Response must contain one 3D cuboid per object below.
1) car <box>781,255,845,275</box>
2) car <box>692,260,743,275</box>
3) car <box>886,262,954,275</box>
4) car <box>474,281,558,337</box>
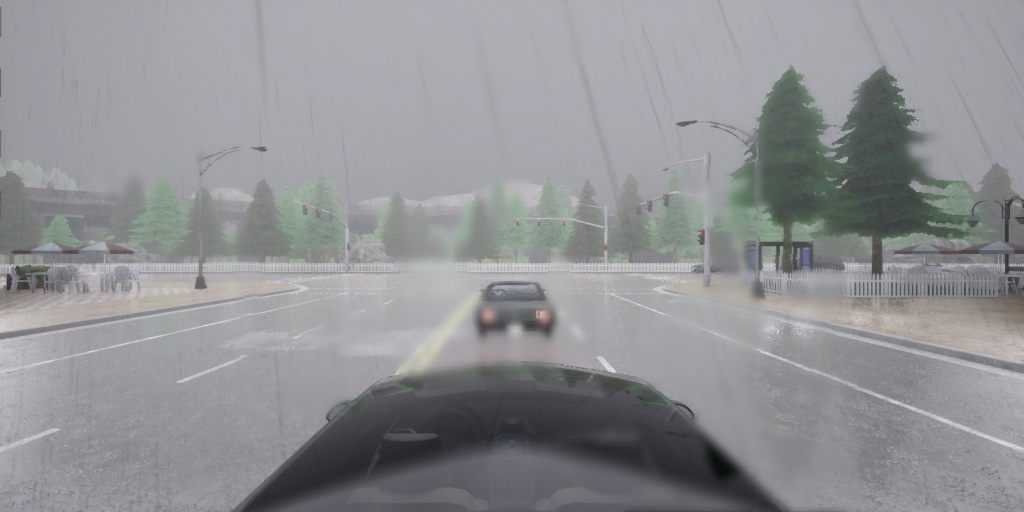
[{"bbox_3d":[31.523,0.916,37.585,5.566,2.045,2.150,0,0,1],"label":"car"},{"bbox_3d":[21.489,1.186,37.649,4.902,1.511,2.128,0,0,0],"label":"car"},{"bbox_3d":[41.808,1.295,36.746,4.718,1.301,1.895,0,0,10],"label":"car"},{"bbox_3d":[0.074,1.351,10.216,1.895,1.301,4.718,0,0,0],"label":"car"}]
